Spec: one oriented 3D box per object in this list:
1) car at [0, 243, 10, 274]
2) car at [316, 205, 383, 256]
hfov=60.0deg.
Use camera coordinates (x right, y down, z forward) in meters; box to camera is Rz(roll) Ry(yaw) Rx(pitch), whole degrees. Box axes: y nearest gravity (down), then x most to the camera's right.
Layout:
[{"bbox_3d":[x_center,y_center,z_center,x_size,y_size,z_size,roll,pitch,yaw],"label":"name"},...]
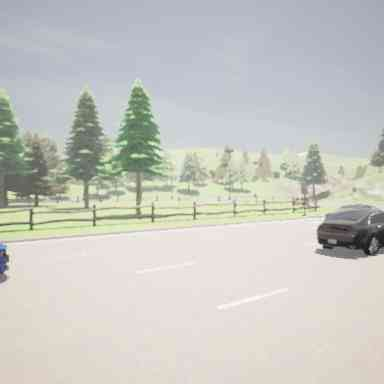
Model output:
[{"bbox_3d":[-6.917,1.485,7.412,5.008,1.535,1.882,-1,0,-35],"label":"car"},{"bbox_3d":[6.813,1.436,12.898,4.892,1.490,1.837,-1,0,-35],"label":"car"}]
